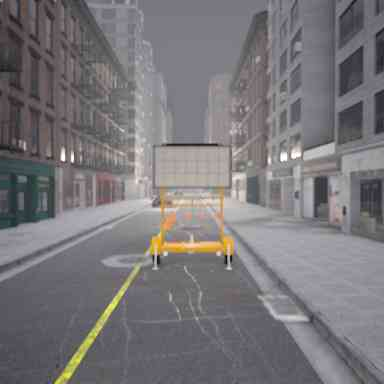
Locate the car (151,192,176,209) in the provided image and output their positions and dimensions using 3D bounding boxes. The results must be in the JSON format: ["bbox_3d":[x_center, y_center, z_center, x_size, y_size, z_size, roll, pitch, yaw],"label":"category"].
[{"bbox_3d":[-3.087,0.972,35.026,1.994,1.385,4.181,0,1,0],"label":"car"}]

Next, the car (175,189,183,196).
[{"bbox_3d":[-2.980,0.123,75.607,1.882,1.535,5.008,0,1,0],"label":"car"}]

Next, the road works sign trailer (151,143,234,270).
[{"bbox_3d":[0.009,0.289,10.389,2.380,3.560,2.880,0,1,0],"label":"road works sign trailer"}]
